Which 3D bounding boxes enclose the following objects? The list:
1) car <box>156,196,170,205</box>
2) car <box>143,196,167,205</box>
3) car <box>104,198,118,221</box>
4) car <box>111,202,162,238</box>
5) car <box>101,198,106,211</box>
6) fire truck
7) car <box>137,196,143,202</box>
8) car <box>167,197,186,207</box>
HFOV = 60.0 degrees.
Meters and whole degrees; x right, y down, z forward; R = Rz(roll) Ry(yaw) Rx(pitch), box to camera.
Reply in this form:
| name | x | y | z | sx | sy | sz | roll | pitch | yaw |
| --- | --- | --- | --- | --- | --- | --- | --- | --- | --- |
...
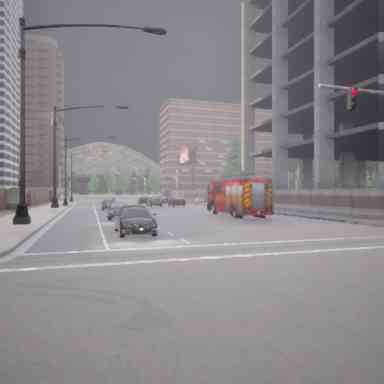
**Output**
| name | x | y | z | sx | sy | sz | roll | pitch | yaw |
| --- | --- | --- | --- | --- | --- | --- | --- | --- | --- |
| car | -5.405 | 1.526 | 61.431 | 1.812 | 1.442 | 4.674 | 0 | 0 | -17 |
| car | -5.737 | 1.491 | 50.784 | 2.128 | 1.511 | 4.902 | 0 | 0 | -17 |
| car | -6.004 | 1.526 | 27.350 | 1.812 | 1.442 | 4.674 | 0 | 0 | -17 |
| car | -3.116 | 1.505 | 17.972 | 1.837 | 1.490 | 4.892 | 0 | 0 | -17 |
| car | -10.028 | 1.490 | 40.440 | 2.128 | 1.511 | 4.902 | 0 | 0 | -17 |
| fire truck | 4.123 | 0.342 | 30.530 | 2.891 | 3.827 | 8.468 | 0 | 0 | -17 |
| car | -8.750 | 1.505 | 60.403 | 1.837 | 1.490 | 4.892 | 0 | 0 | -17 |
| car | -2.428 | 1.478 | 51.756 | 1.882 | 1.535 | 5.008 | 0 | 0 | -17 |
